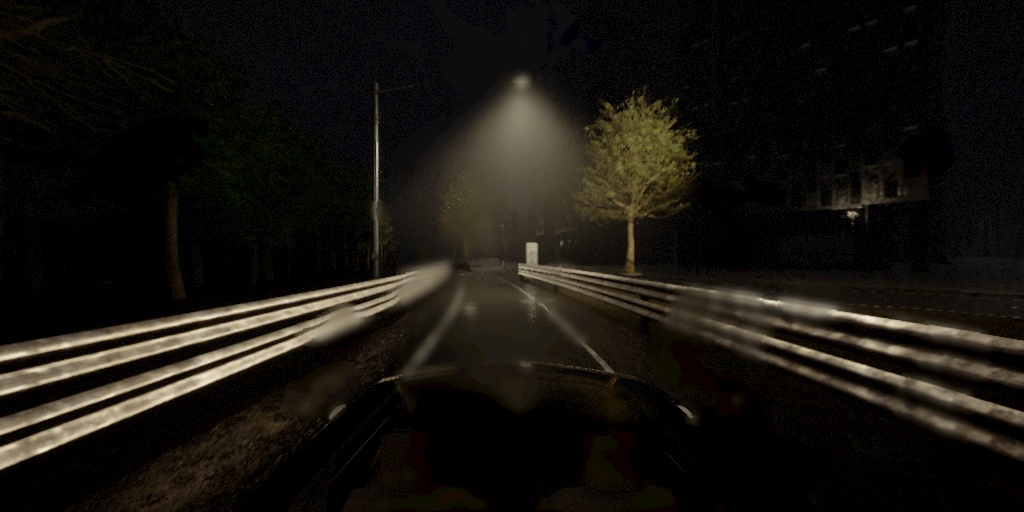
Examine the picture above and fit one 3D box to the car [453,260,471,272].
[{"bbox_3d":[-6.859,1.283,48.686,1.882,1.535,5.008,0,0,-16],"label":"car"}]
